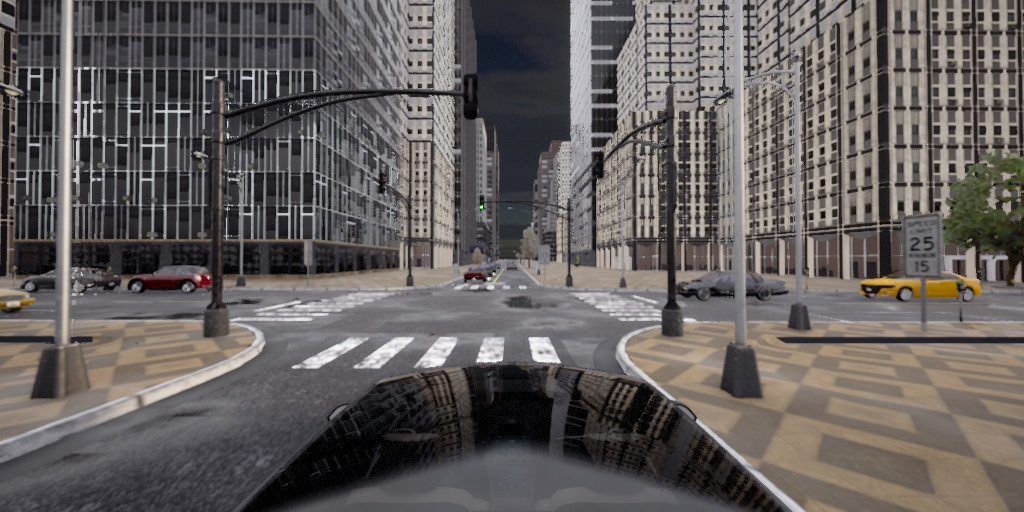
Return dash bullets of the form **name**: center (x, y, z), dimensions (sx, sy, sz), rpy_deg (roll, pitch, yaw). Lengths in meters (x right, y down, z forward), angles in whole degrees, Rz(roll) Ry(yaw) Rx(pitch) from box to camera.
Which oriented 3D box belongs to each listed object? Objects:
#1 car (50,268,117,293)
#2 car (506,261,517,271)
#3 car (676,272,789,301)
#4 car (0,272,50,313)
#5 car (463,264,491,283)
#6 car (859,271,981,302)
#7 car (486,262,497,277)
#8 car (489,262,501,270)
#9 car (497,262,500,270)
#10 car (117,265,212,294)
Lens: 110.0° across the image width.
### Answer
- **car**: center (-24.916, 1.347, 20.326), dimensions (4.403, 1.370, 2.007), rpy_deg (0, 0, -1)
- **car**: center (0.001, 1.804, 62.534), dimensions (2.033, 1.411, 5.357), rpy_deg (0, 0, 0)
- **car**: center (10.944, 1.501, 18.281), dimensions (5.357, 1.411, 2.033), rpy_deg (0, -1, -1)
- **car**: center (-18.915, 1.251, 11.823), dimensions (4.829, 1.417, 1.751), rpy_deg (0, 0, -1)
- **car**: center (-3.136, 1.602, 31.555), dimensions (1.895, 1.301, 4.718), rpy_deg (0, 0, -1)
- **car**: center (20.839, 1.476, 18.463), dimensions (5.008, 1.535, 1.882), rpy_deg (0, -1, -1)
- **car**: center (-3.162, 1.629, 41.325), dimensions (2.033, 1.411, 5.357), rpy_deg (0, 0, 0)
- **car**: center (-3.122, 1.844, 65.375), dimensions (1.994, 1.385, 4.181), rpy_deg (0, -1, 0)
- **car**: center (-3.172, 1.715, 51.744), dimensions (2.033, 1.411, 5.357), rpy_deg (0, 0, 0)
- **car**: center (-19.239, 1.271, 20.458), dimensions (4.097, 1.591, 1.967), rpy_deg (0, 0, -1)
